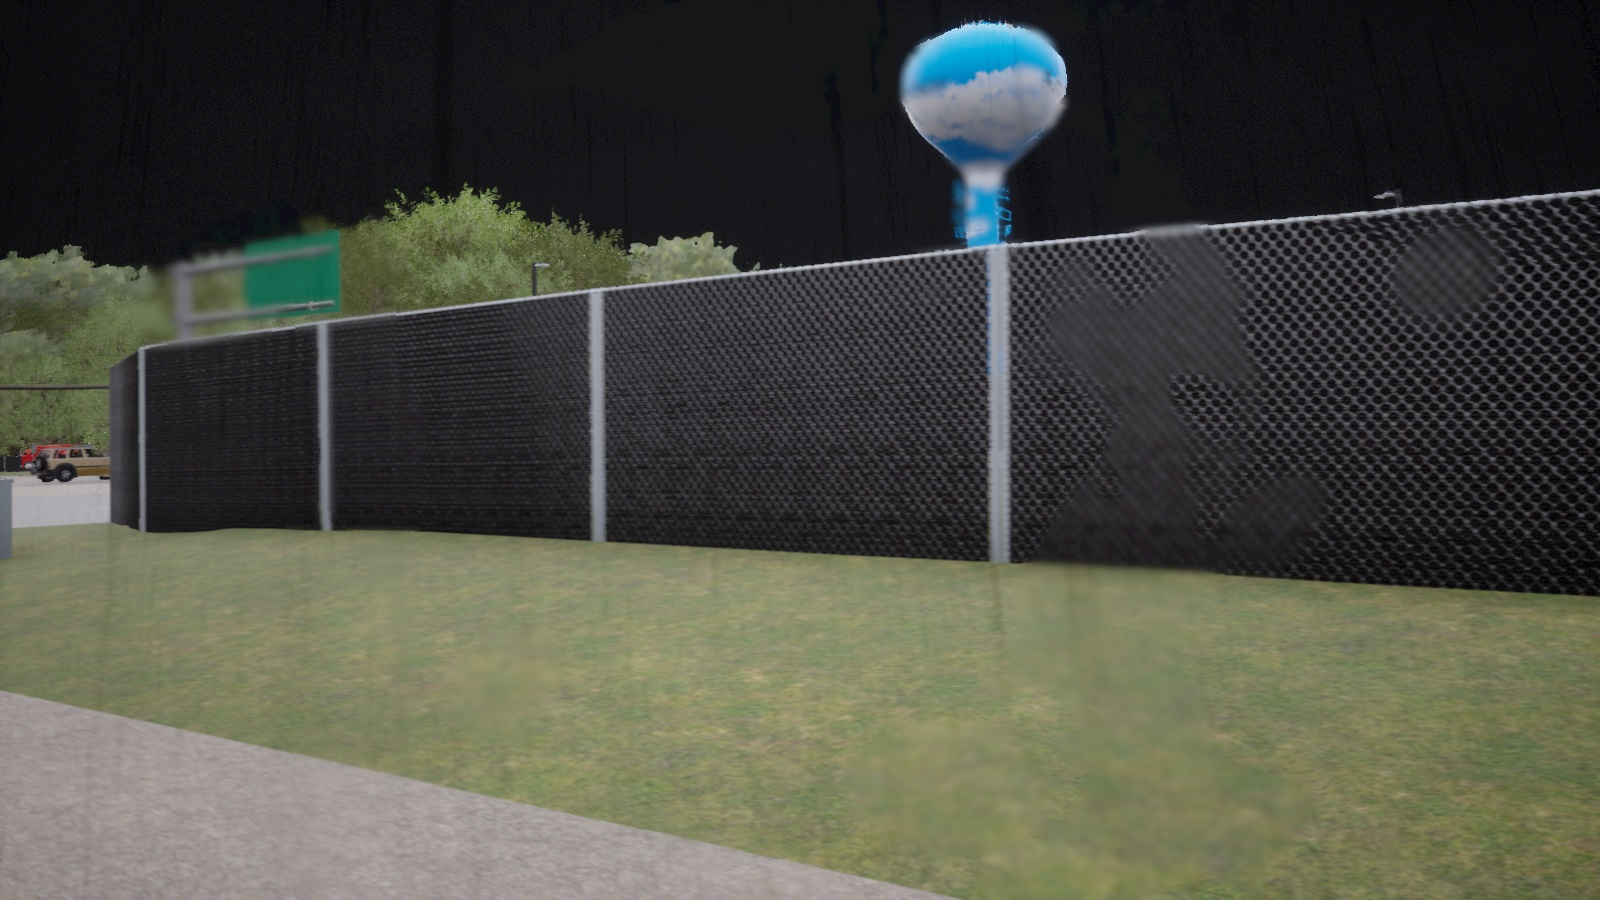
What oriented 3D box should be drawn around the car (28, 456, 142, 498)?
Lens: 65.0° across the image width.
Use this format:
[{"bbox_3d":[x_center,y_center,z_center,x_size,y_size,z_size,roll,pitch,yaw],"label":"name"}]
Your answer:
[{"bbox_3d":[-36.298,1.337,63.862,1.932,1.855,4.605,-1,2,33],"label":"car"}]
